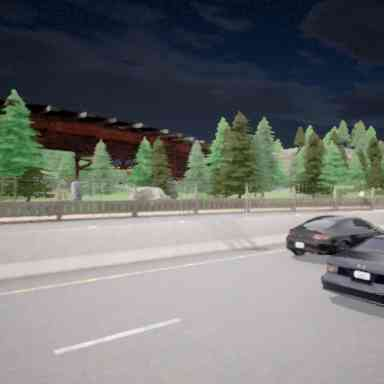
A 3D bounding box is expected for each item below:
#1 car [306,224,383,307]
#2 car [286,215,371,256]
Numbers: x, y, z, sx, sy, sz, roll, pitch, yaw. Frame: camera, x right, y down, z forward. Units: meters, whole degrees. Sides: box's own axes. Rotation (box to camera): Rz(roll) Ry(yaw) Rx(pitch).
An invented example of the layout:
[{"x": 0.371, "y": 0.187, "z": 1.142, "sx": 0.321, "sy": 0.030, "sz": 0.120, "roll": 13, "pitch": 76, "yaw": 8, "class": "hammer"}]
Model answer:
[{"x": 5.154, "y": 1.551, "z": 7.431, "sx": 5.357, "sy": 1.411, "sz": 2.033, "roll": 0, "pitch": 0, "yaw": -34, "class": "car"}, {"x": 5.321, "y": 1.531, "z": 11.747, "sx": 4.674, "sy": 1.442, "sz": 1.812, "roll": 1, "pitch": 0, "yaw": -33, "class": "car"}]
